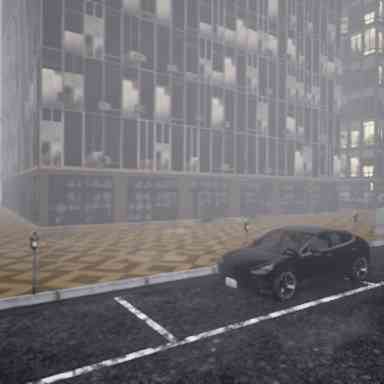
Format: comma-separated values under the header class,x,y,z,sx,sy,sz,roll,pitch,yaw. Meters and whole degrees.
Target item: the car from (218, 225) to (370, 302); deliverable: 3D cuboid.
class,x,y,z,sx,sy,sz,roll,pitch,yaw
car,2.649,1.533,8.200,4.313,1.339,1.947,0,1,-33
